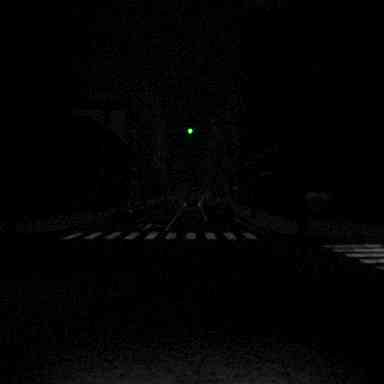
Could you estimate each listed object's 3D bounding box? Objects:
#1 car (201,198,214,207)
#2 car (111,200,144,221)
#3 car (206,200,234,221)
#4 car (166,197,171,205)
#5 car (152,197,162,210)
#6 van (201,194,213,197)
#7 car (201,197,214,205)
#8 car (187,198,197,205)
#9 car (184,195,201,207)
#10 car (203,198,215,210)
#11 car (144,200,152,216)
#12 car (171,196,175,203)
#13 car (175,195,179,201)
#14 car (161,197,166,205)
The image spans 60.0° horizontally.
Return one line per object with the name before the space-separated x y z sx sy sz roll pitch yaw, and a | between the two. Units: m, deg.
car | 2.620 1.738 55.686 2.008 1.369 4.403 0 0 0
car | -5.556 1.530 28.177 1.967 1.590 4.097 0 0 0
car | 2.468 1.659 28.132 1.947 1.339 4.313 0 0 0
car | -5.374 1.647 61.241 1.967 1.590 4.097 0 0 0
car | -5.465 1.725 44.709 1.802 1.307 4.206 0 0 0
van | 2.590 1.508 50.176 1.690 1.788 3.998 0 0 0
car | 2.559 1.713 44.665 1.947 1.339 4.313 0 0 0
car | 0.043 1.829 65.845 1.895 1.301 4.718 0 0 0
car | 0.076 1.671 54.241 2.128 1.511 4.902 0 0 0
car | 2.529 1.710 39.154 1.802 1.307 4.206 0 0 0
car | -5.526 1.547 33.688 1.967 1.590 4.097 0 0 0
car | -5.313 1.804 72.262 2.008 1.369 4.403 0 0 0
car | -5.222 1.906 88.795 1.802 1.307 4.206 0 0 0
car | -5.435 1.714 50.219 2.008 1.369 4.403 0 0 0
